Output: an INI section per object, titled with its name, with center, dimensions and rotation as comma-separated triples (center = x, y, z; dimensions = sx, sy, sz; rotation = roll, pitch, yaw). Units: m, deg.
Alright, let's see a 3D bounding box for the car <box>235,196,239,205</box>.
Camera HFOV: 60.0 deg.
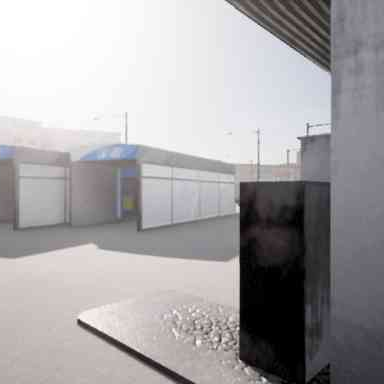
[car]
center = 7.241, 1.434, 55.462
dimensions = 4.902, 1.511, 2.128
rotation = 0, 0, -33
